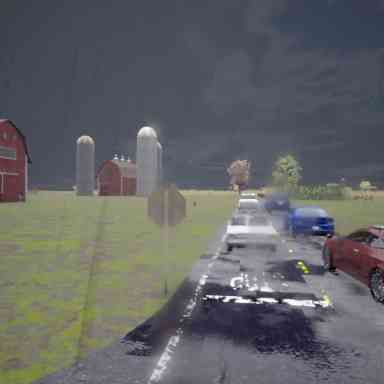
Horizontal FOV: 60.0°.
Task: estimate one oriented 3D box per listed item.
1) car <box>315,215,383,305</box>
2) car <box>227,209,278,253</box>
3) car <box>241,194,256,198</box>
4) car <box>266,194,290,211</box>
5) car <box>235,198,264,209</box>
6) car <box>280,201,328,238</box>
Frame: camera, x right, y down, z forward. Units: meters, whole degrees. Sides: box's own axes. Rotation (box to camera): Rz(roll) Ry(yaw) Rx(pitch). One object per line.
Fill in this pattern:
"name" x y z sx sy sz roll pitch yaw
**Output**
"car" 4.693 1.528 7.925 1.812 1.442 4.674 0 0 3
"car" 2.416 1.602 13.878 1.895 1.301 4.718 0 0 8
"car" 6.747 1.218 39.702 2.150 2.045 5.566 0 0 10
"car" 8.827 1.220 34.072 2.150 2.045 5.566 0 0 9
"car" 4.545 1.507 26.470 1.837 1.490 4.892 0 -1 9
"car" 5.990 1.480 17.498 1.882 1.535 5.008 0 0 9
